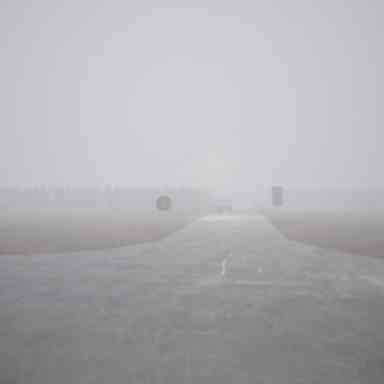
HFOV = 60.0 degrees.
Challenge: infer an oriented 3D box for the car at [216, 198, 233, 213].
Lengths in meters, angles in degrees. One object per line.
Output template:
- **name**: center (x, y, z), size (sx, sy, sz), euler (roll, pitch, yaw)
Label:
- **car**: center (4.667, 1.875, 47.442), size (2.150, 2.045, 5.566), euler (-1, -1, 8)
